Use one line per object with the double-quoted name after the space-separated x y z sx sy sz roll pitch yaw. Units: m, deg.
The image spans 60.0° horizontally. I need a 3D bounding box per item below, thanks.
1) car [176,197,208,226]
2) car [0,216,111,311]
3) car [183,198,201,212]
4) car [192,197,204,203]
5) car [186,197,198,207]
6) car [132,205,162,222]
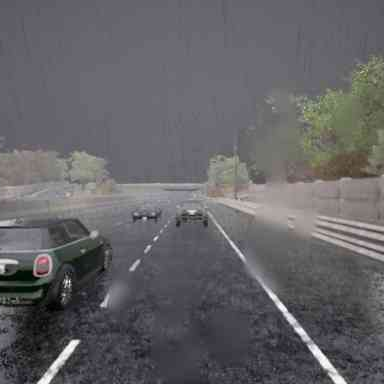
0.000 1.373 23.744 2.097 1.767 4.553 0 0 0 "car"
-3.399 1.355 7.902 2.097 1.767 4.553 0 0 0 "car"
0.000 1.551 41.349 2.128 1.511 4.902 0 0 0 "car"
1.296 1.766 72.293 1.895 1.301 4.718 0 -1 11 "car"
0.020 1.618 55.679 1.812 1.442 4.674 0 0 0 "car"
-3.401 1.626 26.150 1.895 1.301 4.718 0 0 0 "car"
